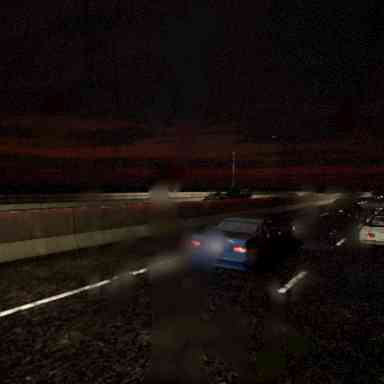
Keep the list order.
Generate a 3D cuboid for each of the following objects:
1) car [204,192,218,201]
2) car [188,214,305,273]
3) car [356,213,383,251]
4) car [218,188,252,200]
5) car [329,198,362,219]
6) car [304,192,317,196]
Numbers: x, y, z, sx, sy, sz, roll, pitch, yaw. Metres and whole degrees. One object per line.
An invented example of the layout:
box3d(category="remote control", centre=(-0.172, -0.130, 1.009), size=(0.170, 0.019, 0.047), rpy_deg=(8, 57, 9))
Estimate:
box3d(category="car", centre=(3.711, 0.736, 45.964), size=(2.033, 1.411, 5.357), rpy_deg=(2, 1, 33))
box3d(category="car", centre=(1.954, 1.384, 10.226), size=(2.033, 1.411, 5.357), rpy_deg=(2, 1, 32))
box3d(category="car", centre=(7.783, 1.513, 12.878), size=(1.895, 1.301, 4.718), rpy_deg=(2, 1, 32))
box3d(category="car", centre=(5.948, 0.515, 42.942), size=(2.150, 2.045, 5.566), rpy_deg=(2, 1, 33))
box3d(category="car", centre=(12.199, 1.226, 26.343), size=(1.882, 1.535, 5.008), rpy_deg=(2, 1, 32))
box3d(category="car", centre=(21.877, 0.773, 61.273), size=(2.128, 1.511, 4.902), rpy_deg=(2, 1, 30))
